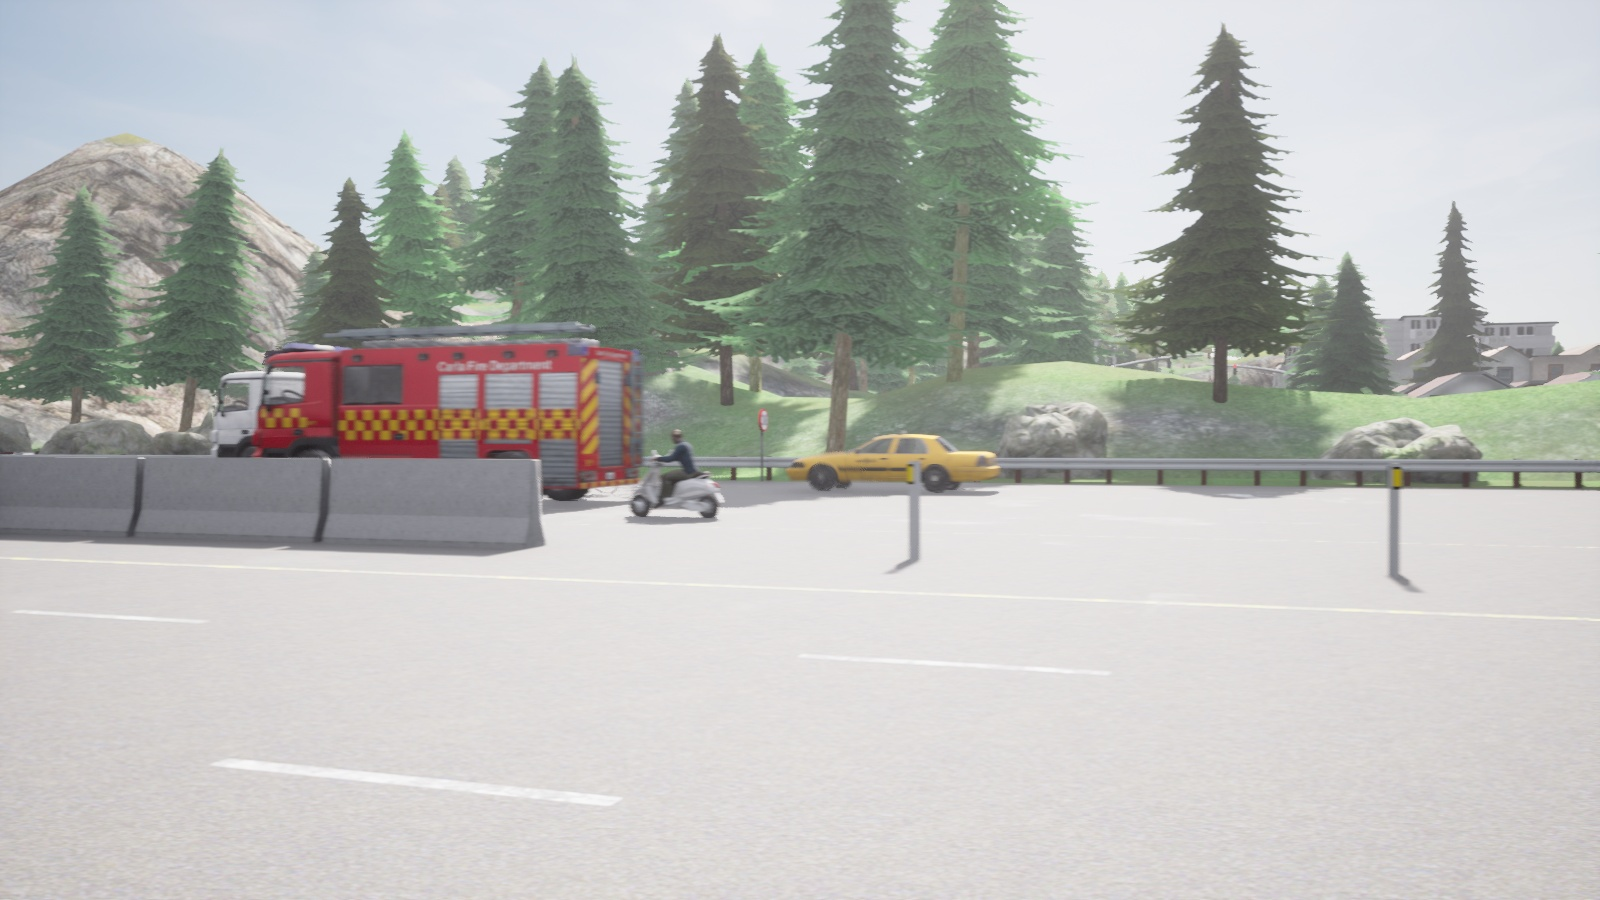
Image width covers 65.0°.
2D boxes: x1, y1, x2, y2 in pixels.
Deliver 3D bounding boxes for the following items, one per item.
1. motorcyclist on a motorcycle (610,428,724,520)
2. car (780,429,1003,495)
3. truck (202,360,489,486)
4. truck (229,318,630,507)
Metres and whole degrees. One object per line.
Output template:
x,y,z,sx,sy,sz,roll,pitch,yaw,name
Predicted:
-2.376,0.411,22.455,1.817,1.590,0.866,1,1,19,motorcyclist on a motorcycle
2.337,0.263,31.946,5.366,1.575,1.801,1,1,19,car
-13.476,-0.803,37.253,7.936,3.462,2.891,1,1,19,truck
-8.286,-0.820,28.120,8.468,3.827,2.891,1,1,19,truck
